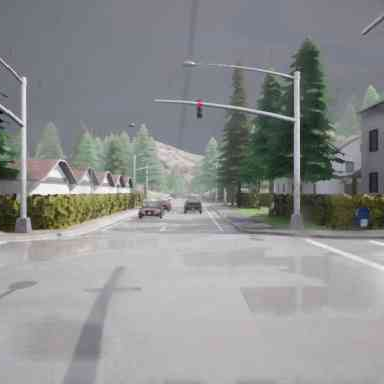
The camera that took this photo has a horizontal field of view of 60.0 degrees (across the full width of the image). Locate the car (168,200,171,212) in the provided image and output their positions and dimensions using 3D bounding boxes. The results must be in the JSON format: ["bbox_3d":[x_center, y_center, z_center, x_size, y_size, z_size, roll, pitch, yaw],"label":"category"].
[{"bbox_3d":[-3.493,1.611,39.353,1.895,1.301,4.718,0,0,0],"label":"car"}]

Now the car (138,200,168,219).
[{"bbox_3d":[-3.494,1.572,29.358,1.994,1.385,4.181,0,0,0],"label":"car"}]

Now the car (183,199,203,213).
[{"bbox_3d":[0.108,1.514,37.201,1.837,1.490,4.892,0,0,0],"label":"car"}]
